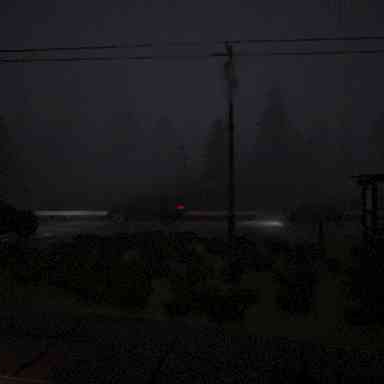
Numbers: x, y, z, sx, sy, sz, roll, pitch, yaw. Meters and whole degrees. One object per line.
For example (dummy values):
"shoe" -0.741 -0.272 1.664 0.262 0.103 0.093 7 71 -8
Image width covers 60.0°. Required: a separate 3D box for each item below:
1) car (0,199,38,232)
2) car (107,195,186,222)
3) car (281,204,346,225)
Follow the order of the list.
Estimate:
"car" -9.805 1.265 15.402 2.150 2.045 5.566 0 0 17
"car" -3.212 1.227 23.825 5.566 2.045 2.150 0 0 4
"car" 8.355 1.510 23.085 4.181 1.385 1.994 0 0 4
